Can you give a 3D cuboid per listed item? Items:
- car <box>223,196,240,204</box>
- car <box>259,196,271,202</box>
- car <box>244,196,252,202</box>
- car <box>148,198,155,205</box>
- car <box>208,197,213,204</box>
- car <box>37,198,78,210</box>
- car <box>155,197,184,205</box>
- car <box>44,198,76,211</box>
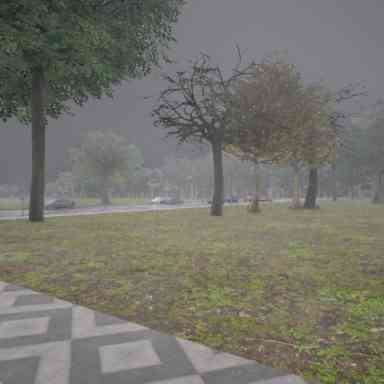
[{"bbox_3d":[7.582,1.575,65.003,1.837,1.490,4.892,-1,-1,35],"label":"car"},{"bbox_3d":[17.282,1.672,78.852,1.994,1.385,4.181,-1,-1,35],"label":"car"},{"bbox_3d":[14.028,1.675,79.882,1.812,1.442,4.674,-1,-1,35],"label":"car"},{"bbox_3d":[-6.229,1.680,62.556,1.812,1.442,4.674,-1,-1,35],"label":"car"},{"bbox_3d":[4.924,1.669,66.874,1.994,1.385,4.181,-1,-1,35],"label":"car"},{"bbox_3d":[-18.354,1.604,45.624,2.128,1.511,4.902,-1,0,35],"label":"car"},{"bbox_3d":[-3.679,1.662,60.536,2.033,1.411,5.357,-1,-1,35],"label":"car"},{"bbox_3d":[-17.161,1.638,41.691,1.994,1.385,4.181,-1,0,35],"label":"car"}]
